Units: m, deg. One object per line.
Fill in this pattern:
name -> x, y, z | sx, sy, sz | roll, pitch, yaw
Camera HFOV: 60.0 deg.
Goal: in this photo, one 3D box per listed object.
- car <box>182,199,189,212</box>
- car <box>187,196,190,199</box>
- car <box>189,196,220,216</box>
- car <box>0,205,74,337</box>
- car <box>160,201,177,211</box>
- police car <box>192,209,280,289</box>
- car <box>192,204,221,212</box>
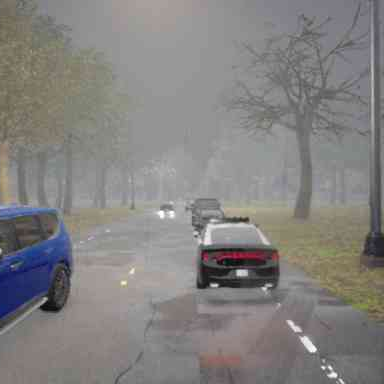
car -> 0.035, 1.997, 46.253 | 1.994, 1.385, 4.181 | 0, -1, 0
car -> 0.027, 1.806, 61.003 | 2.150, 2.045, 5.566 | 0, -1, 0
car -> 1.062, 1.456, 25.473 | 2.150, 2.045, 5.566 | 0, -1, 0
car -> -3.596, 1.266, 4.957 | 2.150, 2.045, 5.566 | 0, -1, 0
car -> -3.572, 2.055, 48.414 | 1.895, 1.301, 4.718 | 0, -1, 0
police car -> 1.055, 1.512, 9.549 | 1.930, 1.638, 5.238 | 0, -1, 0
car -> 1.059, 1.682, 19.441 | 1.837, 1.490, 4.892 | 0, -1, 0
